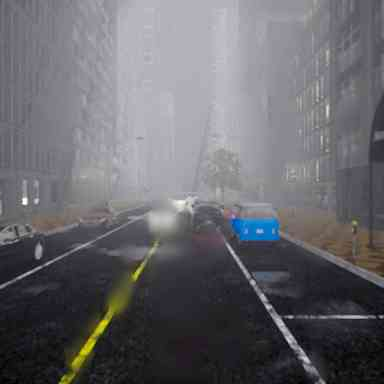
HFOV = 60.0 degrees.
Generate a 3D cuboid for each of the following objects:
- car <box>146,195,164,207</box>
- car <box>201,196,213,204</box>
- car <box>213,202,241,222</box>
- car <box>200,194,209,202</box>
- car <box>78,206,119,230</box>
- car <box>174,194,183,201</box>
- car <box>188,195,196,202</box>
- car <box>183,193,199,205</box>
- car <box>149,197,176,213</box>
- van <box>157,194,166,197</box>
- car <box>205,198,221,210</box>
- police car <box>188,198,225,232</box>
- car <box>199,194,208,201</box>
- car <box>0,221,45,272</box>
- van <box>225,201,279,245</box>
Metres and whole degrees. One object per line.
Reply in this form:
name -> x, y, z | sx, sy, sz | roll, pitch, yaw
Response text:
car -> -5.695, 1.497, 49.208 | 2.008, 1.369, 4.403 | 0, 0, 0
car -> 2.685, 1.475, 60.590 | 2.008, 1.369, 4.403 | 0, 0, 0
car -> 2.687, 1.554, 26.435 | 1.802, 1.307, 4.206 | 0, 0, 0
car -> 2.684, 1.335, 71.975 | 1.967, 1.590, 4.097 | 0, 0, 0
car -> -5.693, 1.560, 20.745 | 1.802, 1.307, 4.206 | 0, 0, 0
car -> -3.008, 1.285, 77.715 | 1.837, 1.490, 4.892 | 0, 0, 0
car -> -0.008, 1.287, 71.647 | 1.812, 1.442, 4.674 | 0, 0, 0
car -> -0.006, 1.154, 56.678 | 2.150, 2.045, 5.566 | 0, 0, 0
car -> -3.102, 1.563, 35.962 | 1.895, 1.301, 4.718 | 0, 0, 0
van -> -5.696, 1.265, 60.593 | 1.690, 1.788, 3.998 | 0, 0, 0
car -> 2.686, 1.535, 43.513 | 1.802, 1.307, 4.206 | 0, 0, 0
police car -> 0.898, 1.404, 20.180 | 1.930, 1.638, 5.238 | 0, 0, 0
car -> 2.683, 1.320, 77.667 | 1.967, 1.590, 4.097 | 0, 0, 0
car -> -5.692, 1.542, 9.361 | 2.008, 1.369, 4.403 | 0, 0, 0
van -> 2.688, 1.326, 15.051 | 1.690, 1.788, 3.998 | 0, 0, 0
